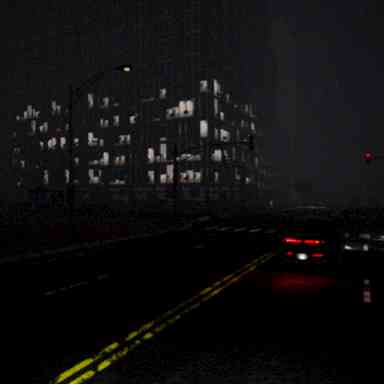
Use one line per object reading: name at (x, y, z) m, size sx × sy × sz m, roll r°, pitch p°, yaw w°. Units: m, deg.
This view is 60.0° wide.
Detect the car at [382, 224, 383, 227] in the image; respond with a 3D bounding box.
car at (8.081, 1.610, 11.937) m, size 2.128 × 1.511 × 4.902 m, roll 0°, pitch -1°, yaw 28°

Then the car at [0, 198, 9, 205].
car at (-30.583, 1.689, 55.262) m, size 4.206 × 1.307 × 1.802 m, roll 0°, pitch 0°, yaw 28°

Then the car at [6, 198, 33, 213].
car at (-19.622, 1.782, 39.717) m, size 4.313 × 1.339 × 1.947 m, roll 0°, pitch 0°, yaw 28°

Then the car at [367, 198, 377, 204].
car at (41.267, 2.098, 76.205) m, size 1.994 × 1.385 × 4.181 m, roll 0°, pitch -1°, yaw 27°

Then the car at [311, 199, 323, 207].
car at (24.489, 2.157, 64.976) m, size 1.812 × 1.442 × 4.674 m, roll 0°, pitch -1°, yaw 27°

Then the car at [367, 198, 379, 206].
car at (36.485, 2.164, 66.947) m, size 2.033 × 1.411 × 5.357 m, roll 0°, pitch -1°, yaw 27°

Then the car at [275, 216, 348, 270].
car at (4.262, 1.625, 11.679) m, size 1.837 × 1.490 × 4.892 m, roll 0°, pitch -1°, yaw 27°

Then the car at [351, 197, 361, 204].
car at (38.380, 2.043, 77.698) m, size 1.882 × 1.535 × 5.008 m, roll 0°, pitch -1°, yaw 27°

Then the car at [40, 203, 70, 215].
car at (-14.655, 1.815, 36.955) m, size 4.206 × 1.307 × 1.802 m, roll 0°, pitch 0°, yaw 28°

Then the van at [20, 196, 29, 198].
van at (-25.587, 1.465, 52.551) m, size 3.998 × 1.788 × 1.690 m, roll 0°, pitch 0°, yaw 28°

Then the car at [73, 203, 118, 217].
car at (-9.666, 1.815, 34.227) m, size 4.313 × 1.339 × 1.947 m, roll 0°, pitch 0°, yaw 28°

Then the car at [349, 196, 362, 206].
car at (33.612, 1.869, 68.471) m, size 2.150 × 2.045 × 5.566 m, roll 0°, pitch -1°, yaw 27°
